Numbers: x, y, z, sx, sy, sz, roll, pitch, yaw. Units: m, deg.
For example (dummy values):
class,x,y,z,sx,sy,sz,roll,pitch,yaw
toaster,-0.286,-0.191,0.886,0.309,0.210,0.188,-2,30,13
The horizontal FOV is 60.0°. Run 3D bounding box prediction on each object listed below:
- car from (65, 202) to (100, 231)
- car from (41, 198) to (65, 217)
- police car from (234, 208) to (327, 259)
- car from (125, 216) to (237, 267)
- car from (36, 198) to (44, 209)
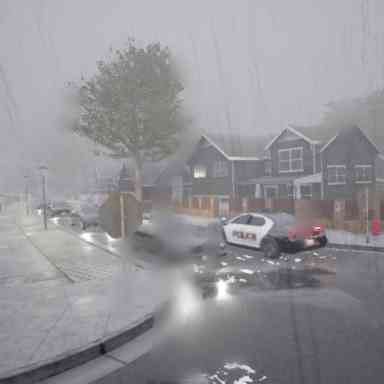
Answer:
class,x,y,z,sx,sy,sz,roll,pitch,yaw
car,-6.706,1.554,21.820,1.837,1.490,4.892,-3,2,-31
car,-12.985,1.585,32.393,2.033,1.411,5.357,-3,1,-30
police car,2.490,1.443,12.760,2.038,1.542,4.974,-3,2,-33
car,-0.914,1.621,12.381,2.033,1.411,5.357,-3,2,-31
car,-20.553,1.574,46.332,1.837,1.490,4.892,-3,1,-28
